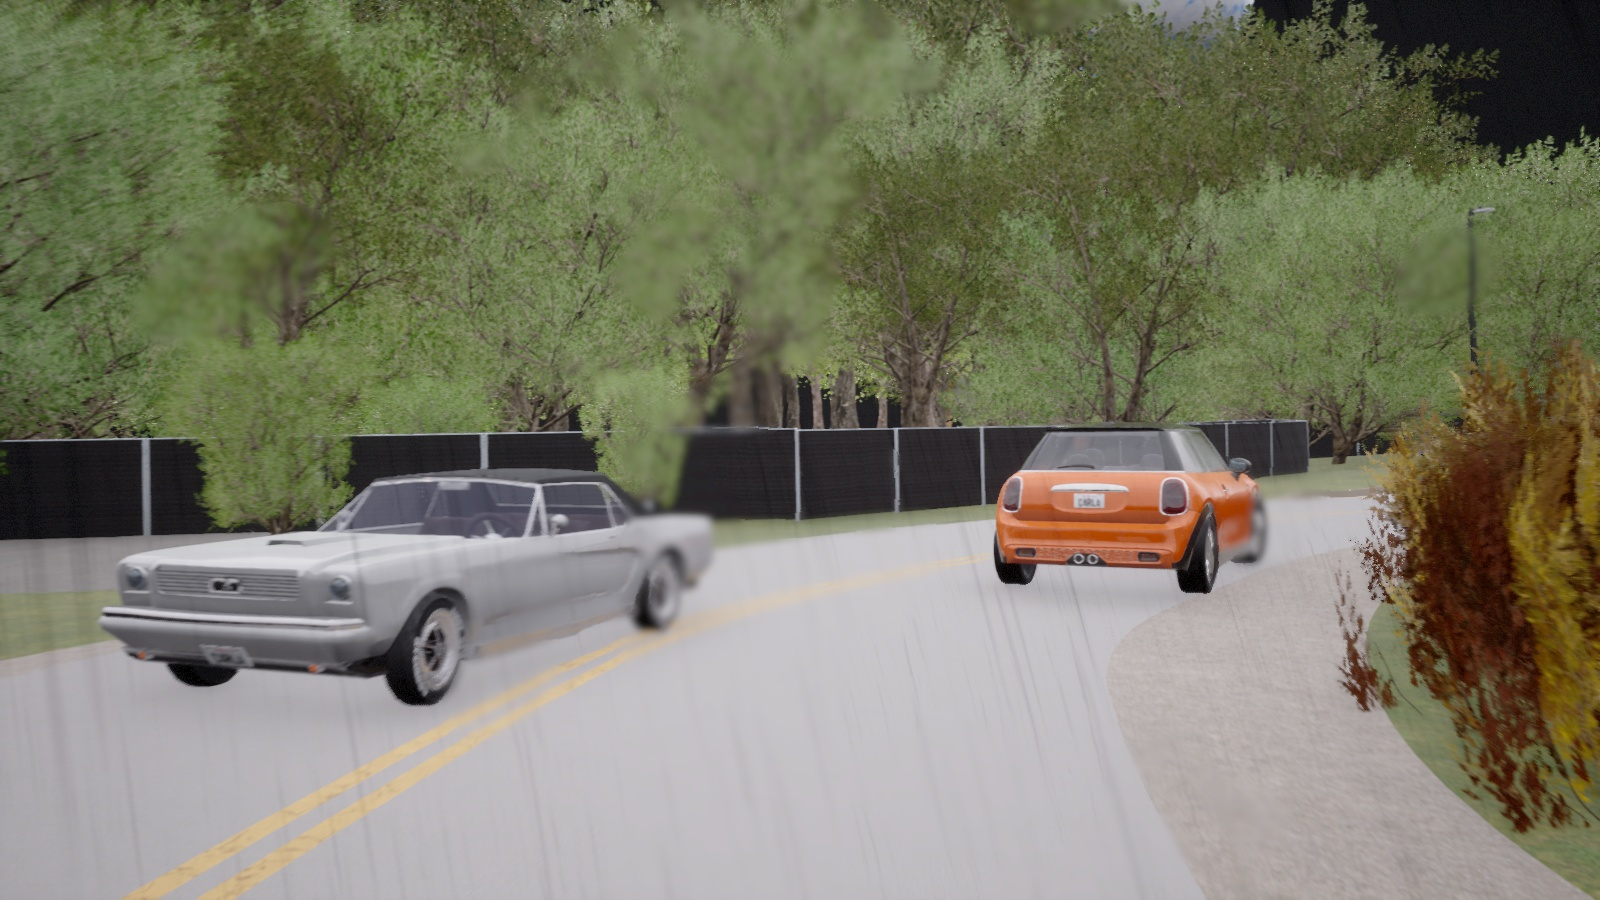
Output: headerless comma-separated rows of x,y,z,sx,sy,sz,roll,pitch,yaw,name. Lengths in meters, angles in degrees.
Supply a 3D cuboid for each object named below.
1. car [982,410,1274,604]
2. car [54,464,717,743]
3.816,0.497,13.936,2.097,1.767,4.553,0,0,28,car
-2.411,0.797,8.813,1.895,1.301,4.718,0,0,20,car
